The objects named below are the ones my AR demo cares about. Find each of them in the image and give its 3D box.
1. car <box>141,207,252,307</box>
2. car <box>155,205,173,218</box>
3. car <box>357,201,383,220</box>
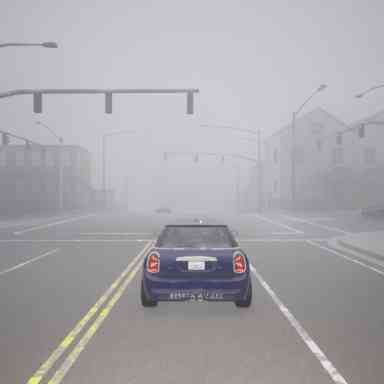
[{"bbox_3d":[0.095,1.352,8.141,2.097,1.767,4.553,0,0,0],"label":"car"},{"bbox_3d":[-3.549,2.570,42.625,1.895,1.301,4.718,0,-8,0],"label":"car"},{"bbox_3d":[16.442,1.491,27.722,4.902,1.511,2.128,0,0,-1],"label":"car"}]
